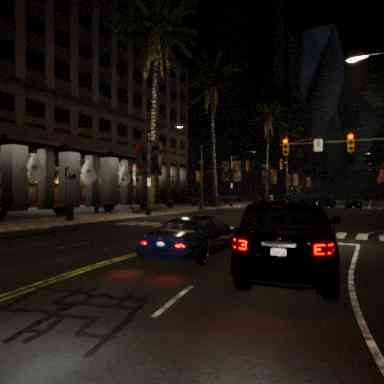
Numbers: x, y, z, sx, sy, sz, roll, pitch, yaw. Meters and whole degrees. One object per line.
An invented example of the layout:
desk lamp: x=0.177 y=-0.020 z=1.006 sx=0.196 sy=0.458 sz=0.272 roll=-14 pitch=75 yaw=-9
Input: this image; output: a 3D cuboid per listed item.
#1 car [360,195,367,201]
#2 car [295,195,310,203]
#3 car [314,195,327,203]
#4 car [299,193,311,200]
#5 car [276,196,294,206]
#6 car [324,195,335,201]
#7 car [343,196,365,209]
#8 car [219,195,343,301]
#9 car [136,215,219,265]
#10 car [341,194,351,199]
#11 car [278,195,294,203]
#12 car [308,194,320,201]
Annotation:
car: x=40.688 y=1.473 z=79.437 sx=2.033 sy=1.411 sz=5.357 roll=0 pitch=0 yaw=28
car: x=22.897 y=1.473 z=68.761 sx=2.128 sy=1.511 sz=4.902 roll=0 pitch=0 yaw=29
car: x=25.973 y=1.427 z=67.092 sx=1.882 sy=1.535 sz=5.008 roll=0 pitch=0 yaw=29
car: x=30.191 y=1.287 z=88.663 sx=2.185 sy=1.767 sz=4.553 roll=0 pitch=0 yaw=28
car: x=15.445 y=1.463 z=55.260 sx=1.837 sy=1.490 sz=4.892 roll=0 pitch=0 yaw=29
car: x=33.421 y=1.490 z=80.710 sx=1.994 sy=1.385 sz=4.181 roll=0 pitch=0 yaw=29
car: x=21.350 y=1.566 z=43.770 sx=1.895 sy=1.301 sz=4.718 roll=0 pitch=0 yaw=29
car: x=2.613 y=1.215 z=8.701 sx=2.150 sy=2.045 sz=5.566 roll=0 pitch=0 yaw=22
car: x=0.188 y=1.539 z=11.790 sx=2.033 sy=1.411 sz=5.357 roll=0 pitch=0 yaw=26
car: x=37.805 y=1.290 z=81.471 sx=2.097 sy=1.767 sz=4.553 roll=0 pitch=0 yaw=28
car: x=19.633 y=1.461 z=69.440 sx=2.161 sy=1.482 sz=4.786 roll=0 pitch=0 yaw=28
car: x=30.324 y=1.293 z=82.339 sx=2.097 sy=1.767 sz=4.553 roll=0 pitch=0 yaw=29
